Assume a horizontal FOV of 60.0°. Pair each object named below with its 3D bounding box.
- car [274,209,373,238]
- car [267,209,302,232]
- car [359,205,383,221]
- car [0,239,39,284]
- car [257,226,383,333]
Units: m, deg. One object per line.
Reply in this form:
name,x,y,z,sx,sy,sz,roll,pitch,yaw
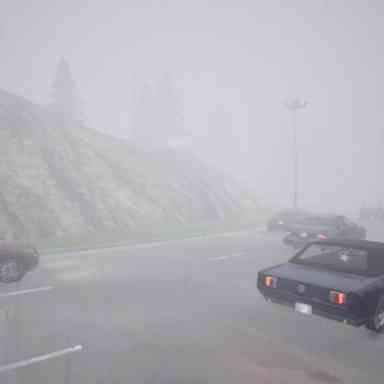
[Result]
car,5.800,1.663,14.201,2.033,1.411,5.357,0,0,41
car,6.225,1.719,20.361,1.994,1.385,4.181,0,0,37
car,16.550,1.869,30.826,1.895,1.301,4.718,0,0,24
car,-6.260,1.547,8.046,4.674,1.442,1.812,0,0,-36
car,3.510,1.661,7.000,4.718,1.301,1.895,1,0,-42
